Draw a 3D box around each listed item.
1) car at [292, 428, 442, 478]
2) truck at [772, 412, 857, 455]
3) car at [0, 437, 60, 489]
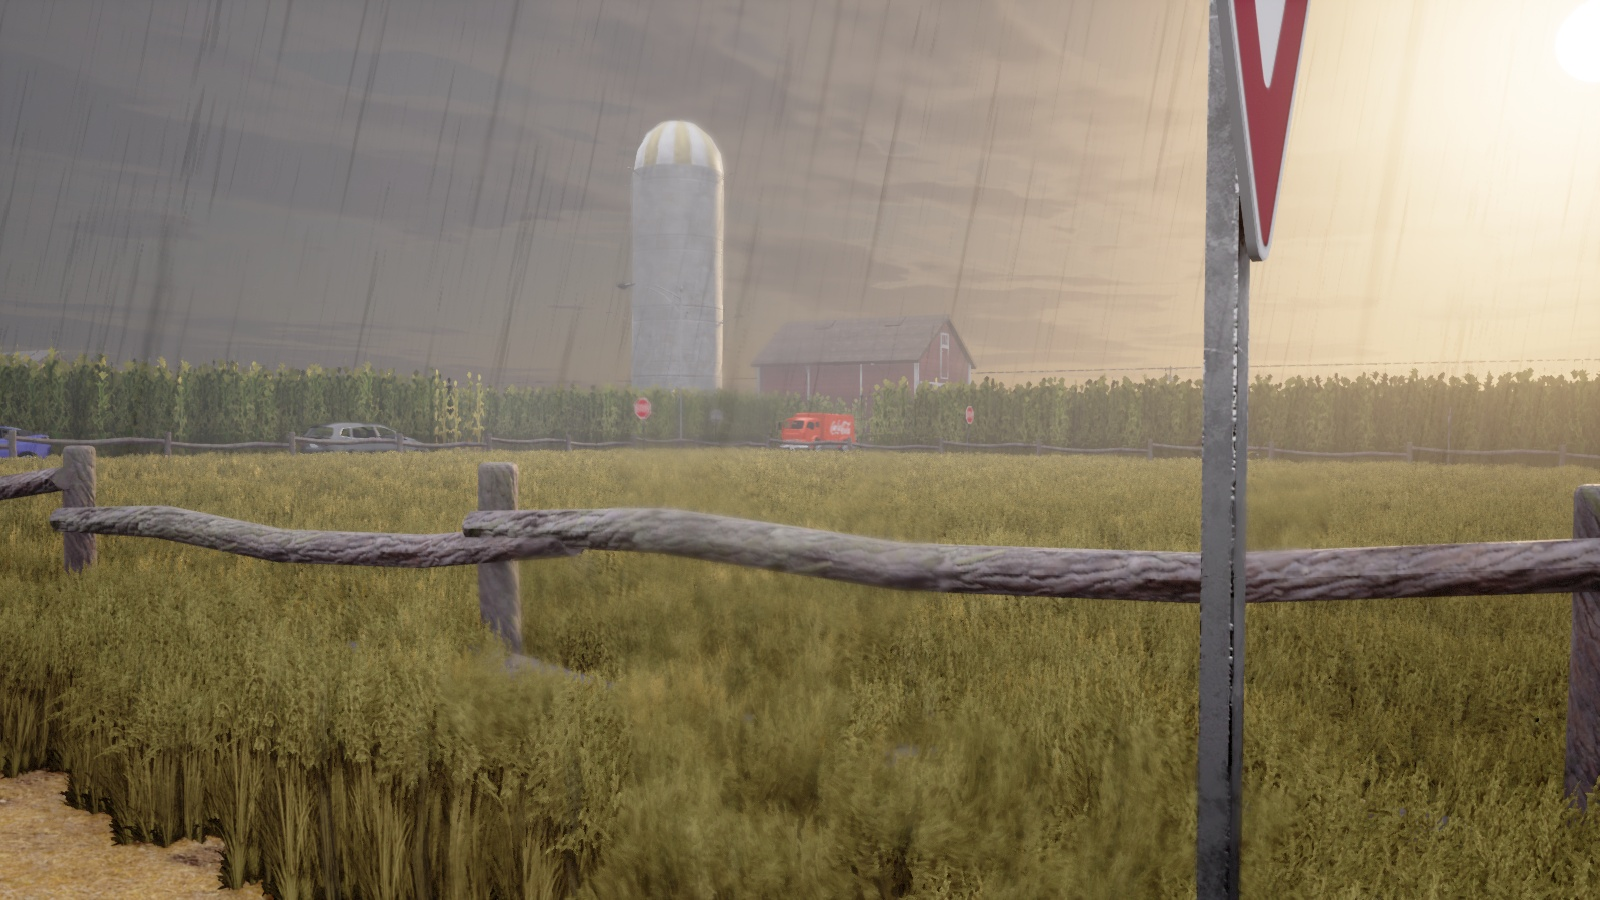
[{"bbox_3d":[-15.331,0.066,44.729,2.242,1.667,4.611,0,1,34],"label":"car"},{"bbox_3d":[0.921,-0.968,74.591,2.627,2.467,5.204,0,0,34],"label":"truck"},{"bbox_3d":[-24.467,0.398,36.648,2.007,1.525,4.514,0,1,34],"label":"car"}]
